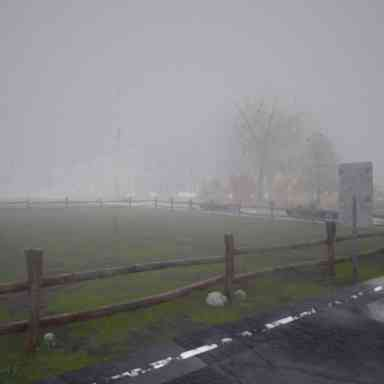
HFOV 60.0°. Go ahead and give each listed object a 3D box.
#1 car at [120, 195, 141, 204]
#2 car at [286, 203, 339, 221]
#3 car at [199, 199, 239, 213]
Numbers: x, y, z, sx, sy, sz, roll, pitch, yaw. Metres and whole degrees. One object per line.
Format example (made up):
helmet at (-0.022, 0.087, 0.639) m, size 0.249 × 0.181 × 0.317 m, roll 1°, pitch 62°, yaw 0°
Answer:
car at (-9.882, 1.163, 53.179) m, size 2.128 × 1.511 × 4.902 m, roll 0°, pitch 1°, yaw -35°
car at (9.673, 1.529, 25.609) m, size 1.895 × 1.301 × 4.718 m, roll 0°, pitch 1°, yaw -36°
car at (2.889, 1.441, 35.128) m, size 1.895 × 1.301 × 4.718 m, roll 0°, pitch 1°, yaw -35°
